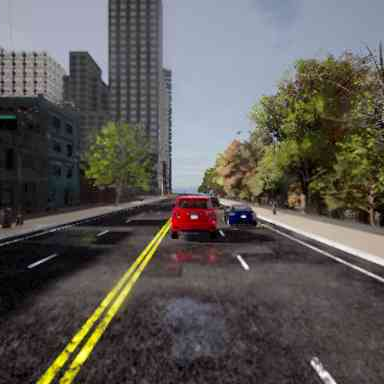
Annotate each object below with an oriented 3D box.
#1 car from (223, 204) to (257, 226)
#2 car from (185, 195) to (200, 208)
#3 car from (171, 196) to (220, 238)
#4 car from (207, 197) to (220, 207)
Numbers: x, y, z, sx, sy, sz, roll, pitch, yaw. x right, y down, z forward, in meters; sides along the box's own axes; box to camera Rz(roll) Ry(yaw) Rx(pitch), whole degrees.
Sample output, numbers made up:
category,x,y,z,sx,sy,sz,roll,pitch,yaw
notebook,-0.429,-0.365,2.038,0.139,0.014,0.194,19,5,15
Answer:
category,x,y,z,sx,sy,sz,roll,pitch,yaw
car,3.352,1.565,23.631,1.994,1.385,4.181,0,0,0
car,0.102,1.353,48.548,2.097,1.767,4.553,0,0,0
car,0.102,1.222,17.680,2.150,2.045,5.566,0,0,0
car,3.352,1.506,52.964,1.837,1.490,4.892,0,0,0
